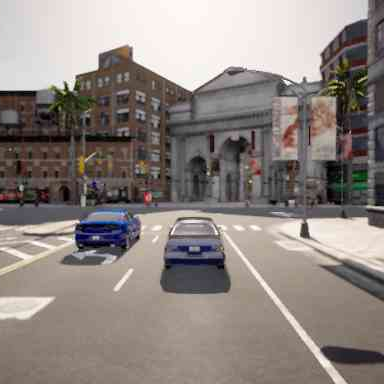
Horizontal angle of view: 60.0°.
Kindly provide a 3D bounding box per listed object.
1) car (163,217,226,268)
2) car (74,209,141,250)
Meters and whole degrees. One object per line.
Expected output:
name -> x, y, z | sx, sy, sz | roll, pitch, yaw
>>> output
car -> 0.080, 1.547, 11.284 | 2.033, 1.411, 5.357 | 0, 0, 0
car -> -3.410, 1.477, 14.296 | 1.882, 1.535, 5.008 | 0, 0, 0
